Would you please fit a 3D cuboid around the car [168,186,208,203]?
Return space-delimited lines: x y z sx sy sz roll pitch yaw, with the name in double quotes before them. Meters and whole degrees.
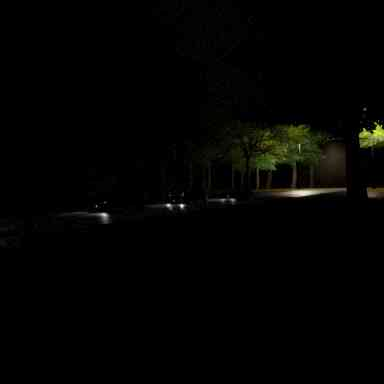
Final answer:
"car" -0.378 0.193 34.159 2.097 1.767 4.553 -1 2 38

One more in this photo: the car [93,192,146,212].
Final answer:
"car" -5.801 0.718 27.119 1.812 1.442 4.674 -1 2 39

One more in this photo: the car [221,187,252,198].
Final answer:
"car" 5.678 0.061 41.995 1.895 1.301 4.718 -1 2 38
